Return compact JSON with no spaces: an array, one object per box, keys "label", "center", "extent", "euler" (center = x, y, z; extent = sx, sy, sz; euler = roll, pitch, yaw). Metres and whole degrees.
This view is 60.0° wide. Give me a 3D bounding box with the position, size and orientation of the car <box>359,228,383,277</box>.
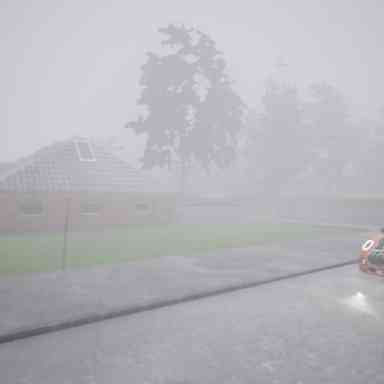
[{"label":"car","center":[6.829,1.477,9.635],"extent":[4.553,1.767,2.097],"euler":[1,0,-36]}]
